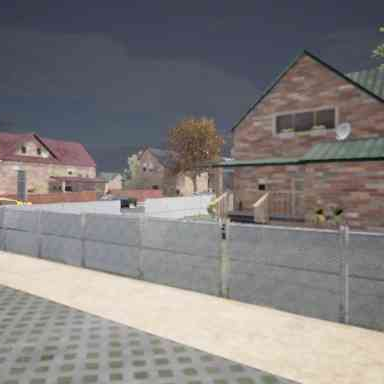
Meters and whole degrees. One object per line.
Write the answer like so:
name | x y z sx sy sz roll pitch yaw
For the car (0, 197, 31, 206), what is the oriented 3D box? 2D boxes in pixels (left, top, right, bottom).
car | -13.257 1.156 21.998 1.882 1.535 5.008 1 2 35

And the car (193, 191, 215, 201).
car | 1.716 0.620 43.013 2.033 1.411 5.357 1 2 36

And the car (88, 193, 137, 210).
car | -7.241 0.911 30.454 1.882 1.535 5.008 1 2 35
